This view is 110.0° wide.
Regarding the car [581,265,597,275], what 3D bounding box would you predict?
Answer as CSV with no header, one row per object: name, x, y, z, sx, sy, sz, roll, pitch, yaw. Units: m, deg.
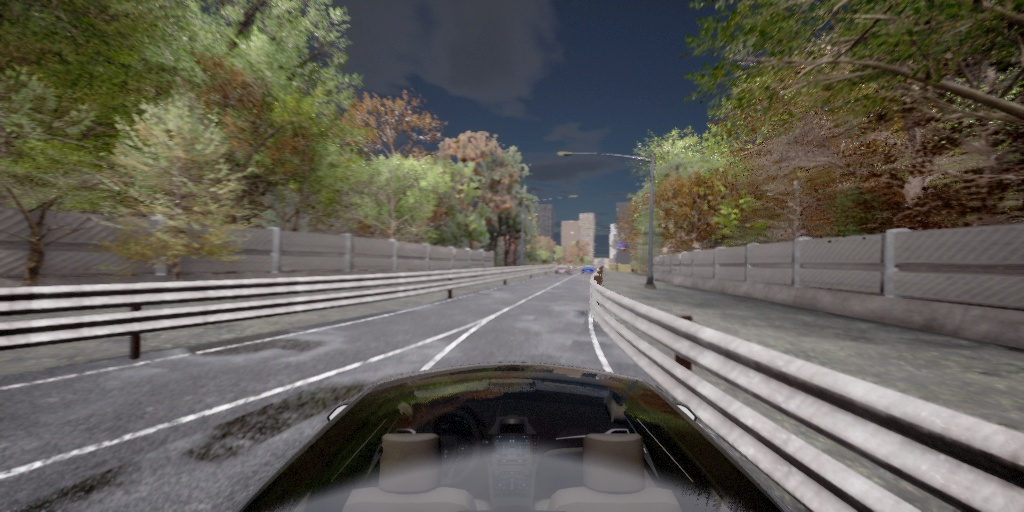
car,11.570,2.042,54.321,1.882,1.535,5.008,1,-1,14

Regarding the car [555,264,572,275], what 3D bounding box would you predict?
car,7.404,1.935,51.305,1.812,1.442,4.674,1,-1,15
